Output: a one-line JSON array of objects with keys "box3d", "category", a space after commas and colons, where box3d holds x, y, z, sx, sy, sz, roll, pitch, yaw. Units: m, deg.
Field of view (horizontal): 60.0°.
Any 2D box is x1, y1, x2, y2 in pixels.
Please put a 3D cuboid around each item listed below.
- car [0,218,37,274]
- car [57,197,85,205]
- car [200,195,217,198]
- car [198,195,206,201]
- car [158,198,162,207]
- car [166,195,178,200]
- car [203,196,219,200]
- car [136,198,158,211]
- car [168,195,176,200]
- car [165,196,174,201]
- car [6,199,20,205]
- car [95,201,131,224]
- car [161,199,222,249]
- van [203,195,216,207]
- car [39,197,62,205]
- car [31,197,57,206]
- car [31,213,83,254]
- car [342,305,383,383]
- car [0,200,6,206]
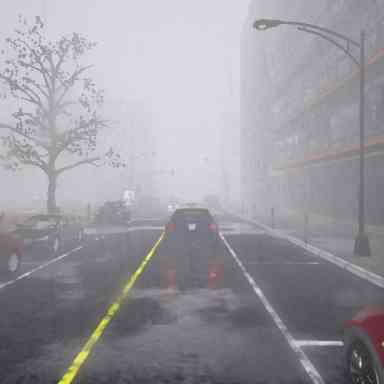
[{"box3d": [-5.696, 1.541, 7.762, 1.887, 1.381, 4.507, 0, 0, 0], "category": "car"}, {"box3d": [-22.403, 1.904, 62.737, 4.403, 1.369, 2.008, -1, 1, 0], "category": "car"}, {"box3d": [2.682, 1.321, 46.454, 2.192, 1.841, 5.009, 0, 0, 0], "category": "car"}, {"box3d": [2.684, 1.606, 89.900, 1.947, 1.339, 4.313, 0, 0, 0], "category": "car"}, {"box3d": [-5.697, 1.591, 51.983, 1.802, 1.307, 4.206, 0, 0, 0], "category": "car"}, {"box3d": [-3.000, 1.612, 56.643, 1.994, 1.385, 4.181, 0, 0, 0], "category": "car"}, {"box3d": [2.684, 1.547, 40.926, 1.887, 1.381, 4.507, 0, 0, 0], "category": "car"}, {"box3d": [-5.698, 1.443, 40.927, 1.967, 1.590, 4.097, 0, 0, 0], "category": "car"}, {"box3d": [-5.697, 1.612, 95.436, 1.947, 1.339, 4.313, 0, 0, 0], "category": "car"}, {"box3d": [-5.697, 1.600, 84.388, 1.947, 1.339, 4.313, 0, 0, 0], "category": "car"}, {"box3d": [-39.173, 2.118, 71.205, 4.206, 1.307, 1.802, -1, 1, 0], "category": "car"}, {"box3d": [-5.697, 1.437, 24.345, 1.967, 1.590, 4.097, 0, 0, 0], "category": "car"}, {"box3d": [0.000, 1.363, 14.621, 2.097, 1.767, 4.553, 0, 0, 0], "category": "car"}, {"box3d": [2.683, 1.350, 51.982, 1.690, 1.788, 3.998, 0, 0, 0], "category": "van"}, {"box3d": [-30.272, 1.846, 71.317, 4.097, 1.590, 1.967, -1, 1, 0], "category": "car"}, {"box3d": [-27.972, 1.985, 62.697, 4.403, 1.369, 2.008, -1, 1, 0], "category": "car"}, {"box3d": [-5.696, 1.547, 13.289, 2.008, 1.369, 4.403, 0, 0, 0], "category": "car"}, {"box3d": [2.684, 1.437, 2.234, 1.967, 1.590, 4.097, 0, 0, 0], "category": "car"}, {"box3d": [-38.401, 2.131, 62.667, 4.507, 1.381, 1.887, -1, 1, 0], "category": "car"}]
